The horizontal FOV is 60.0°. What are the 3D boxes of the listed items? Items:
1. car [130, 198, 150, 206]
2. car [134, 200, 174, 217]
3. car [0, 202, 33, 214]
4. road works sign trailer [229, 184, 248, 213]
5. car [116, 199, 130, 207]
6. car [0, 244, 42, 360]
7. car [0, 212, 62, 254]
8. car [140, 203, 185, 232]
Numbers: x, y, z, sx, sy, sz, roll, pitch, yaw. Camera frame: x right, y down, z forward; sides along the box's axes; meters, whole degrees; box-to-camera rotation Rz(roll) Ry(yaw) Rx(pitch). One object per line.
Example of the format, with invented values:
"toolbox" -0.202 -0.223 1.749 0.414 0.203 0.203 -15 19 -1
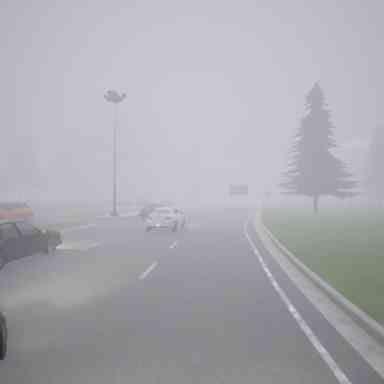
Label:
"car" -9.038 1.813 61.285 2.097 1.767 4.553 0 0 12
"car" -3.390 1.788 31.515 2.033 1.411 5.357 0 0 12
"car" -13.702 1.513 24.089 2.097 1.767 4.553 0 0 15
"road works sign trailer" 6.104 0.816 43.235 2.380 3.560 2.880 0 0 12
"car" -12.656 2.016 61.083 1.994 1.385 4.181 0 0 12
"car" -3.253 1.503 2.237 2.128 1.511 4.902 0 0 1
"car" -6.302 1.621 10.912 2.033 1.411 5.357 0 0 5
"car" -1.633 1.691 21.438 1.812 1.442 4.674 0 0 8
